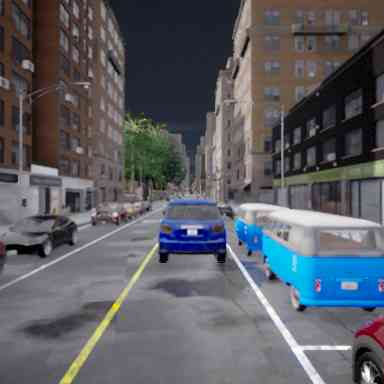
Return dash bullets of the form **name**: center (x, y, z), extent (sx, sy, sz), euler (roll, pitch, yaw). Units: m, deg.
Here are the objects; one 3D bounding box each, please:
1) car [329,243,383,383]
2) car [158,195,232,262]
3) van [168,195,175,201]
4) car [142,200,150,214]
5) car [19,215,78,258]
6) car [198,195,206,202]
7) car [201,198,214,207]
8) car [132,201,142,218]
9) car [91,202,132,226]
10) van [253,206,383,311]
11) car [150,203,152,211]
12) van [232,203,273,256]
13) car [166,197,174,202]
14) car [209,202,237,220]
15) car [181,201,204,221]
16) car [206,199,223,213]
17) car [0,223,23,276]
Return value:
- **car**: center (2.672, 1.445, 1.984), extent (1.967, 1.590, 4.097), euler (0, 0, 0)
- **car**: center (0.035, 1.257, 12.349), extent (2.150, 2.045, 5.566), euler (0, 0, 0)
- **van**: center (-5.871, 1.728, 94.455), extent (1.690, 1.788, 3.998), euler (0, 0, 0)
- **car**: center (-5.861, 1.696, 35.043), extent (1.802, 1.307, 4.206), euler (0, 0, 0)
- **car**: center (-5.856, 1.602, 13.007), extent (1.947, 1.339, 4.313), euler (0, 0, 0)
- **car**: center (2.655, 1.676, 89.033), extent (2.192, 1.841, 5.009), euler (0, 0, 0)
- **car**: center (2.660, 1.774, 57.060), extent (1.947, 1.339, 4.313), euler (0, 0, 0)
- **car**: center (-5.859, 1.618, 29.364), extent (1.752, 1.417, 4.829), euler (0, 0, 0)
- **car**: center (-5.858, 1.514, 24.025), extent (1.967, 1.590, 4.097), euler (0, 0, 0)
- **van**: center (2.672, 1.361, 7.492), extent (1.690, 1.788, 3.998), euler (0, 0, 0)
- **car**: center (-5.862, 1.702, 40.551), extent (1.947, 1.339, 4.313), euler (0, 0, 0)
- **van**: center (2.670, 1.377, 12.999), extent (1.690, 1.788, 3.998), euler (0, 0, 0)
- **car**: center (-5.871, 1.927, 89.048), extent (1.947, 1.339, 4.313), euler (0, 0, 0)
- **car**: center (2.666, 1.644, 29.523), extent (2.008, 1.369, 4.403), euler (0, 0, 0)
- **car**: center (0.046, 1.617, 29.149), extent (1.812, 1.442, 4.674), euler (0, 0, 0)
- **car**: center (2.664, 1.662, 40.707), extent (1.752, 1.417, 4.829), euler (0, 0, 0)
- **car**: center (-5.855, 1.602, 7.499), extent (1.802, 1.307, 4.206), euler (0, 0, 0)
